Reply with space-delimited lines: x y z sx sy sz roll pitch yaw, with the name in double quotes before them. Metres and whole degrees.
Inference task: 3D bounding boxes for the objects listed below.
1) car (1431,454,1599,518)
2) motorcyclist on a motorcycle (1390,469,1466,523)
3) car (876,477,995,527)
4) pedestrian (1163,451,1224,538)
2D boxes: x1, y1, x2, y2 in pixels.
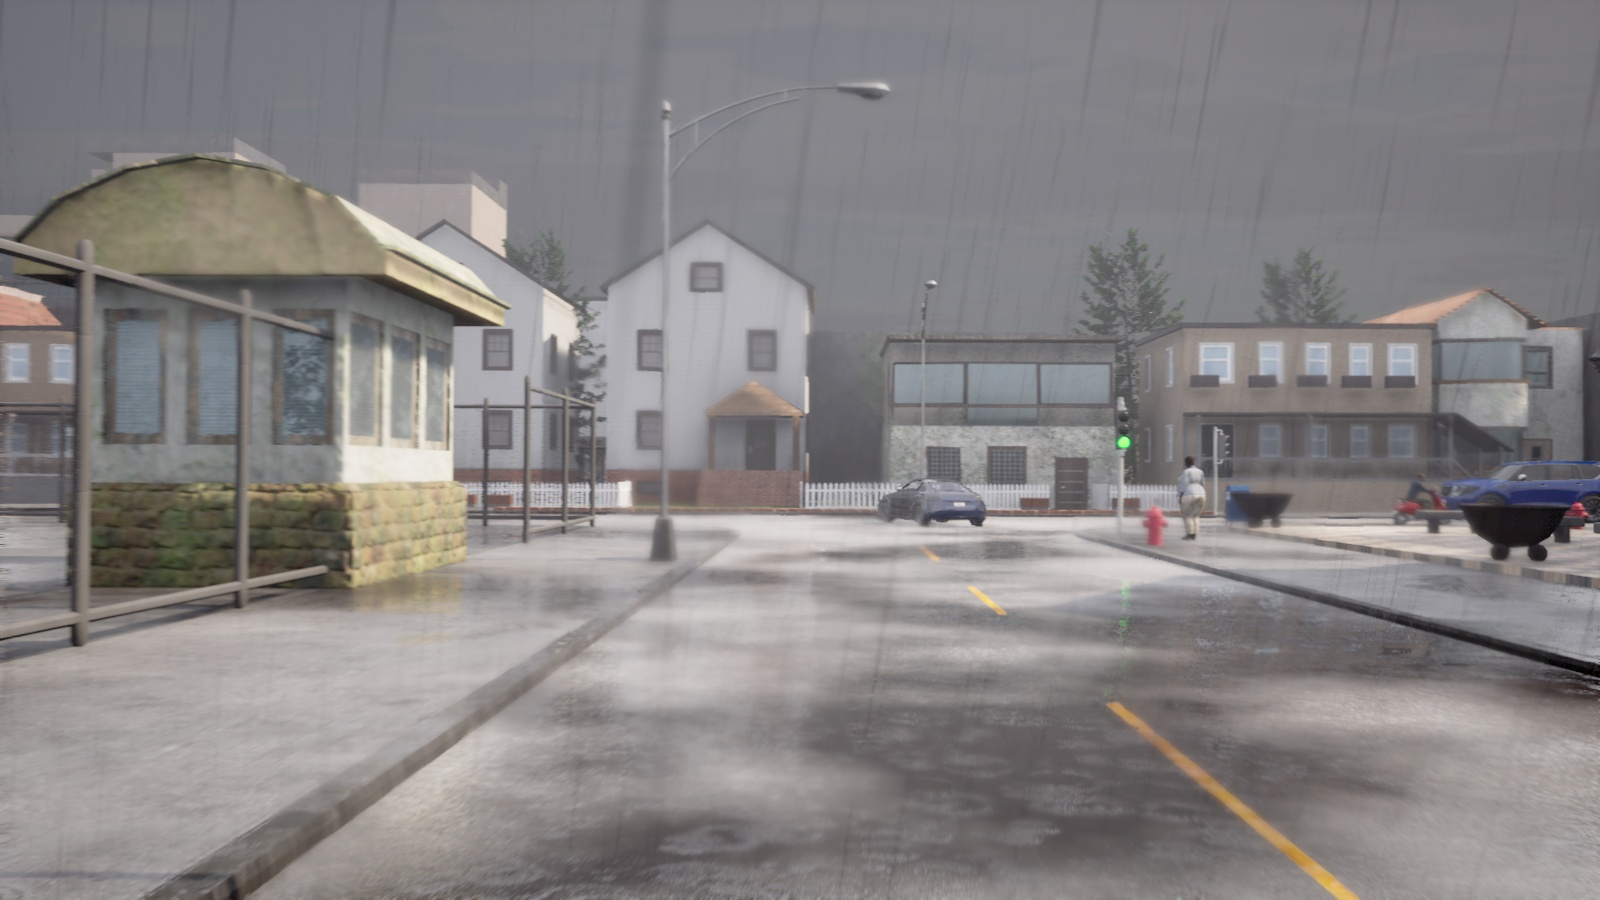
"car" 24.202 1.177 41.534 5.566 2.045 2.150 0 -1 1
"motorcyclist on a motorcycle" 18.822 1.359 37.647 1.817 1.590 0.866 0 -1 1
"car" 3.943 1.499 37.353 1.994 1.385 4.181 0 -1 -18
"pedestrian" 8.571 0.963 27.377 0.874 1.855 0.900 0 -1 -20
